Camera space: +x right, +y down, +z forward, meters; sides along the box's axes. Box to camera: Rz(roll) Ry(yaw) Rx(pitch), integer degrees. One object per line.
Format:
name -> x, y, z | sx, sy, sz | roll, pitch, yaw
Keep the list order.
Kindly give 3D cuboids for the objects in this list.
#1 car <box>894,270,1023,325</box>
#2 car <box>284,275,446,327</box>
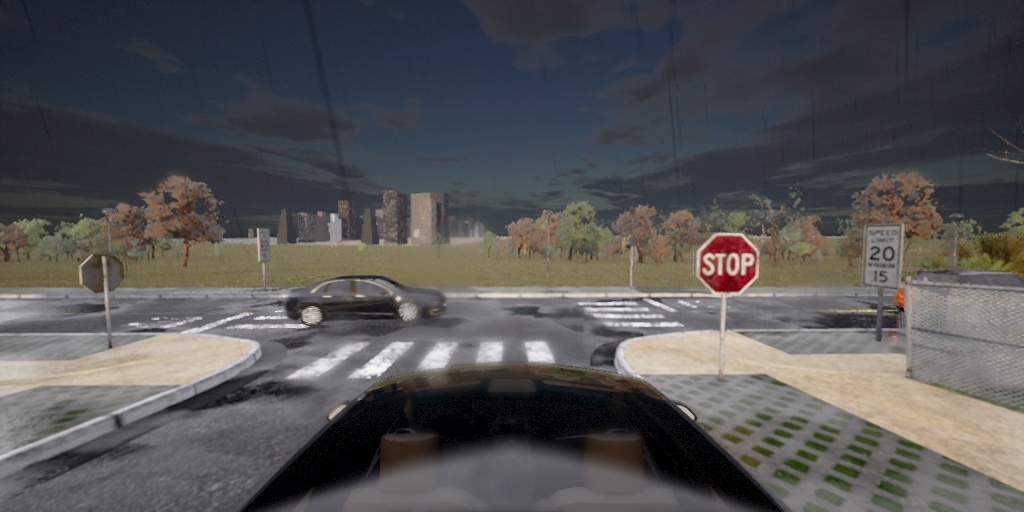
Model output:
car -> 16.336, 1.285, 12.454 | 4.553, 1.767, 2.097 | 0, 3, -2
car -> -4.643, 1.390, 11.670 | 4.892, 1.490, 1.837 | -1, 2, -2
